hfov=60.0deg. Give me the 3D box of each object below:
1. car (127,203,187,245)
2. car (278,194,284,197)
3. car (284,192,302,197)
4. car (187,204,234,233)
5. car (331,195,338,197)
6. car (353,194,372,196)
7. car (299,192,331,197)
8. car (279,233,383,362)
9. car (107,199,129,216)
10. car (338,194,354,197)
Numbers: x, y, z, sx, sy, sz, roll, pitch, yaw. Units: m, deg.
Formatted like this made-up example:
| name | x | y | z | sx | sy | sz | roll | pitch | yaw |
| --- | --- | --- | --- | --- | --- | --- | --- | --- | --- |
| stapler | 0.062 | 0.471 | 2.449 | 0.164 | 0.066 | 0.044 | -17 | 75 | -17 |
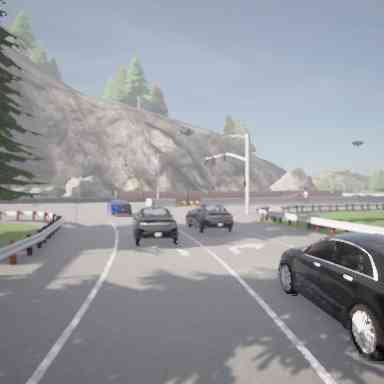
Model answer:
| name | x | y | z | sx | sy | sz | roll | pitch | yaw |
| --- | --- | --- | --- | --- | --- | --- | --- | --- | --- |
| car | -1.804 | 1.474 | 15.579 | 2.128 | 1.511 | 4.902 | 0 | 0 | -11 |
| car | 20.923 | 1.175 | 73.965 | 4.553 | 1.767 | 2.097 | 0 | 0 | -21 |
| car | 23.085 | 1.043 | 71.039 | 5.566 | 2.045 | 2.150 | 0 | 0 | -21 |
| car | 0.919 | 1.459 | 19.375 | 2.128 | 1.511 | 4.902 | 0 | 0 | -13 |
| car | 34.804 | 1.318 | 80.672 | 4.181 | 1.385 | 1.994 | 0 | 0 | -31 |
| car | 39.381 | 1.284 | 75.297 | 4.674 | 1.442 | 1.812 | 0 | 0 | -31 |
| car | 25.206 | 1.293 | 68.112 | 5.008 | 1.535 | 1.882 | 0 | 0 | -21 |
| car | 3.077 | 1.485 | 5.892 | 1.837 | 1.490 | 4.892 | 0 | 0 | -4 |
| car | -7.235 | 1.454 | 32.842 | 1.882 | 1.535 | 5.008 | 0 | 0 | -21 |
| car | 37.561 | 1.286 | 78.296 | 4.902 | 1.511 | 2.128 | 0 | 0 | -31 |
